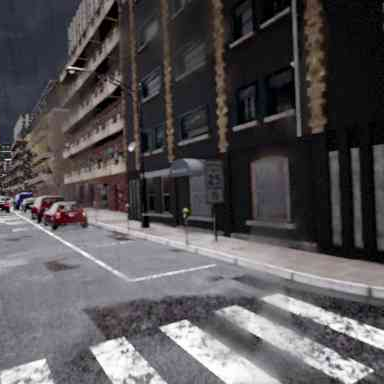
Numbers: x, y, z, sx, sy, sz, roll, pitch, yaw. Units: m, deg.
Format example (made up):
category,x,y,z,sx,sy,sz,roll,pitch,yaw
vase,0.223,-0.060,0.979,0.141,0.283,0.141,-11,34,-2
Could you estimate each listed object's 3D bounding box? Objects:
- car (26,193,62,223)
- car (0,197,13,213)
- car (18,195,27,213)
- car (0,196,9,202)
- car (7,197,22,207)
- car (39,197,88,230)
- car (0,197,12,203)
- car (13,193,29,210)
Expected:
category,x,y,z,sx,sy,sz,roll,pitch,yaw
car,-10.588,1.200,24.639,2.192,1.841,5.009,-1,0,-32
car,-20.684,1.568,35.752,1.812,1.442,4.674,-2,1,-32
car,-17.780,1.435,36.944,1.837,1.490,4.892,-2,1,-32
car,-45.797,1.737,80.794,1.947,1.339,4.313,-1,0,-32
car,-28.281,1.555,52.860,1.752,1.417,4.829,-1,0,-32
car,-7.651,1.302,19.960,1.967,1.590,4.097,-1,0,-32
car,-39.928,1.690,71.434,1.947,1.339,4.313,-1,0,-32
car,-21.558,1.184,42.877,2.150,2.045,5.566,-2,1,-32
